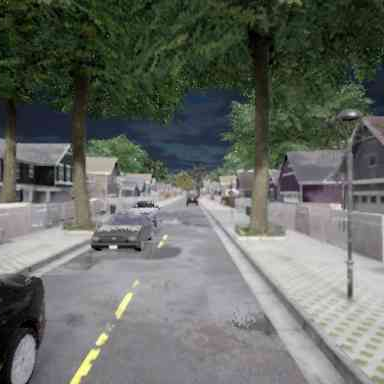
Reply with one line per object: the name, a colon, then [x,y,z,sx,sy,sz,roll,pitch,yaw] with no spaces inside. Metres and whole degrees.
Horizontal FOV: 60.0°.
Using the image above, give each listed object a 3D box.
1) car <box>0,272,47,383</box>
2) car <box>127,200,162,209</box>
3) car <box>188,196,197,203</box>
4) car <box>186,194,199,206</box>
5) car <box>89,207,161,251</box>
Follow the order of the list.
car: [-2.843,1.484,2.353,1.882,1.535,5.008,0,0,0]
car: [-2.741,1.193,19.455,1.812,1.442,4.674,0,0,0]
car: [0.033,1.591,70.493,1.882,1.535,5.008,0,0,0]
car: [0.029,1.409,60.048,2.150,2.045,5.566,0,0,0]
car: [-2.789,1.586,14.511,2.033,1.411,5.357,0,0,1]
